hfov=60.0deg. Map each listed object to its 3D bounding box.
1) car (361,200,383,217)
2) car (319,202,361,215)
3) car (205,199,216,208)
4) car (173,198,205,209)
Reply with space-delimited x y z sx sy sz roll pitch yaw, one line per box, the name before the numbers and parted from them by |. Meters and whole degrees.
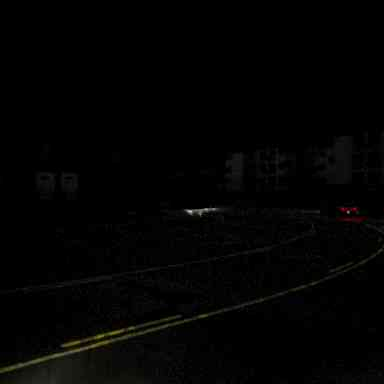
car | 18.449 1.566 32.774 2.128 1.511 4.902 0 0 -1
car | 14.967 1.672 34.439 1.895 1.301 4.718 0 0 -5
car | 1.256 1.614 49.216 2.033 1.411 5.357 0 0 -33
car | -0.779 1.536 45.844 1.882 1.535 5.008 0 0 -32
